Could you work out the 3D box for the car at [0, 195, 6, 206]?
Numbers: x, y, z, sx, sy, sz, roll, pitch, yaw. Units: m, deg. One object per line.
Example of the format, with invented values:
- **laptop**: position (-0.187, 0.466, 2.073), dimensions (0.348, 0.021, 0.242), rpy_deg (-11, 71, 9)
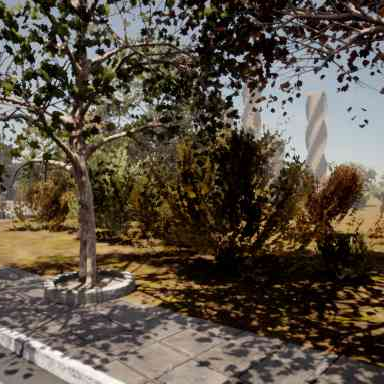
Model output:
- **car**: position (-24.907, 1.060, 42.064), dimensions (1.882, 1.535, 5.008), rpy_deg (1, 1, -38)
